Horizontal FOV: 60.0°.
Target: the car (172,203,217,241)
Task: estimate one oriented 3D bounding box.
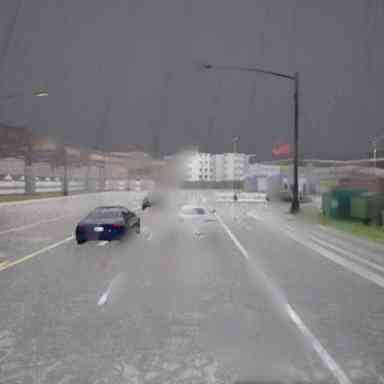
[{"bbox_3d":[0.102,1.221,14.677,1.812,1.442,4.674,0,1,0],"label":"car"}]

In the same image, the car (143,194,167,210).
[{"bbox_3d":[-3.355,0.843,30.287,2.033,1.411,5.357,0,1,1],"label":"car"}]

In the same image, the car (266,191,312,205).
[{"bbox_3d":[10.676,0.636,36.766,4.892,1.490,1.837,1,-2,28],"label":"car"}]

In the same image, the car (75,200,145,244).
[{"bbox_3d":[-3.398,1.272,14.125,1.994,1.385,4.181,0,1,0],"label":"car"}]
